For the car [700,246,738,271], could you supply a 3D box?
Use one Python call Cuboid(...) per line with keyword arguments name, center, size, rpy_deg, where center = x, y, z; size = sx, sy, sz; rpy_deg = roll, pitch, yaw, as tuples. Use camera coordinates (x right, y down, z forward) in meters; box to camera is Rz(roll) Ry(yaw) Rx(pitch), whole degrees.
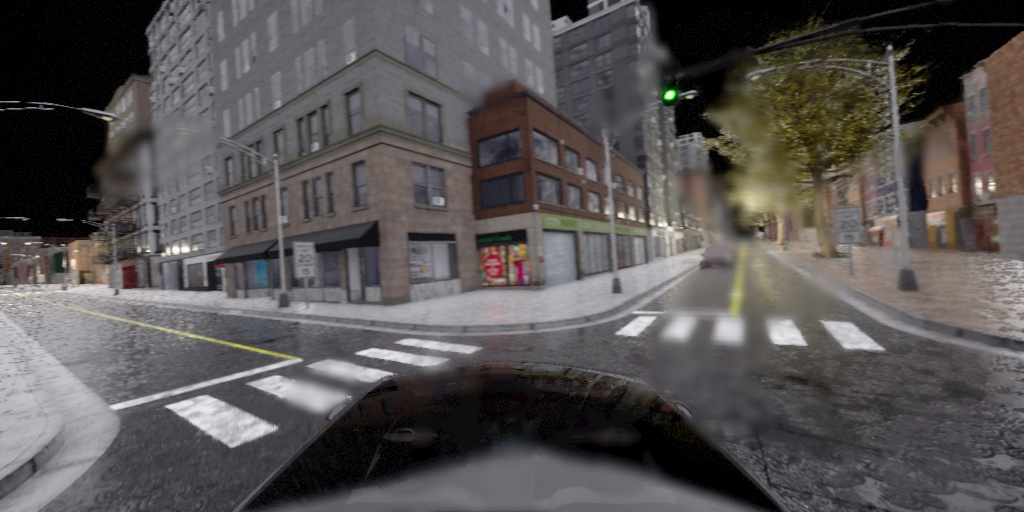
Cuboid(name="car", center=(15.115, 0.079, 26.327), size=(2.097, 1.767, 4.553), rpy_deg=(-4, 0, 33))
